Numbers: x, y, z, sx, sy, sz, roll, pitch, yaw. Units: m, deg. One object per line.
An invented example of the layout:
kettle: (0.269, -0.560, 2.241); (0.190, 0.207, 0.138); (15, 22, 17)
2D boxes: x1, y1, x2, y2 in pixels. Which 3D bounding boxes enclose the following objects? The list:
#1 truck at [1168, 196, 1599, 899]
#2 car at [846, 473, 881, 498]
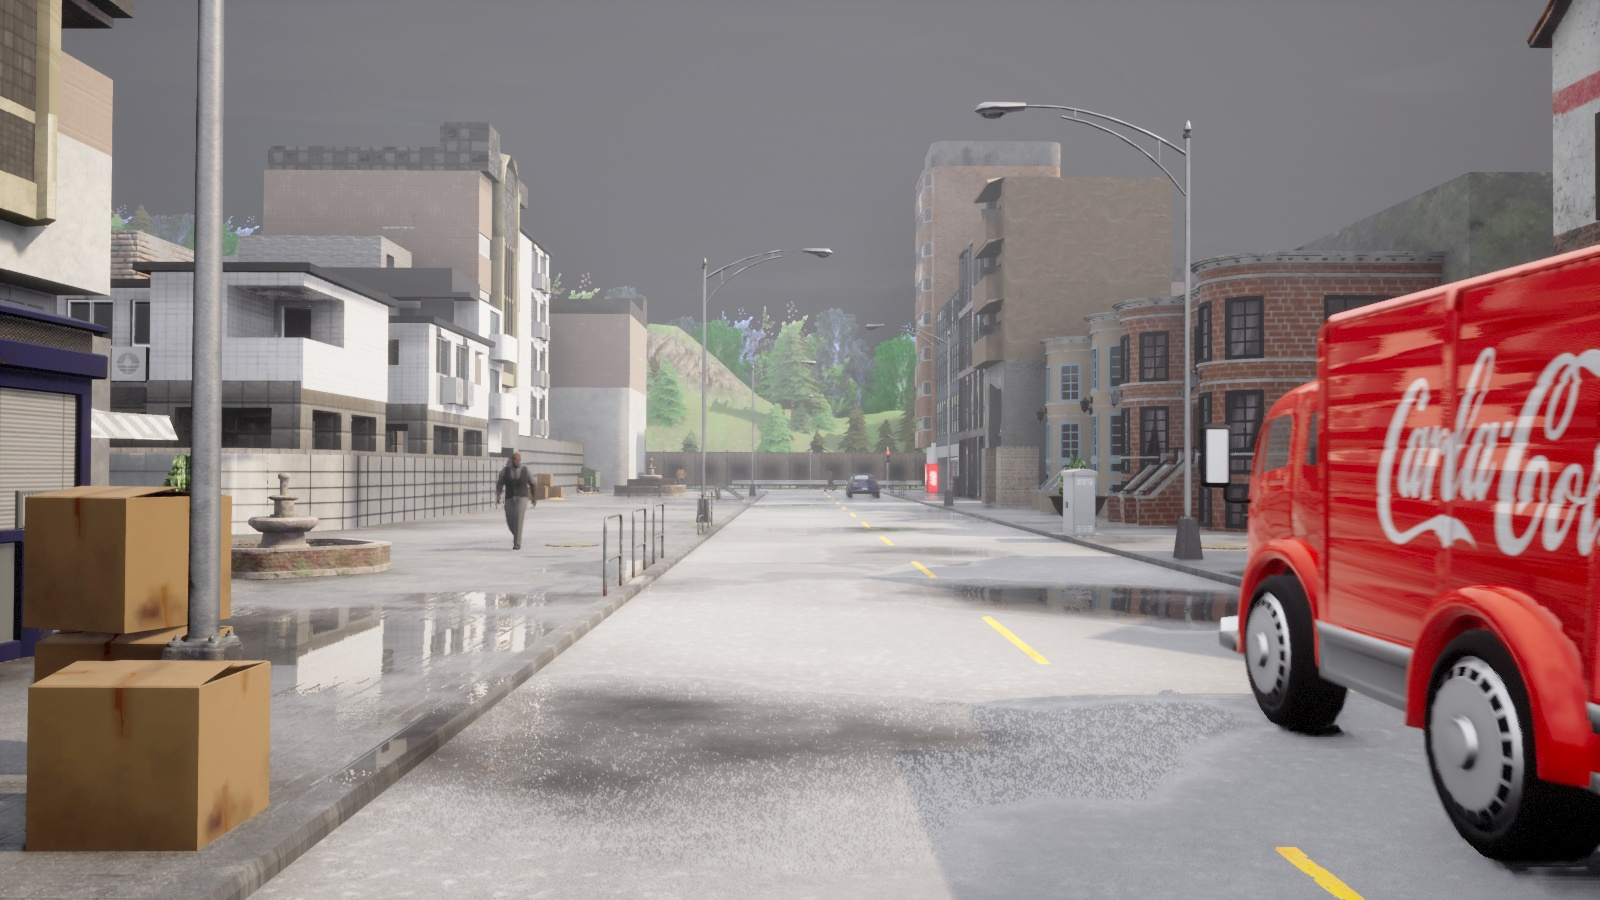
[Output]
truck: (3.976, 0.420, 6.419); (2.627, 2.467, 5.204); (0, -1, 0)
car: (3.756, 2.083, 75.093); (1.812, 1.442, 4.674); (0, -1, 0)
